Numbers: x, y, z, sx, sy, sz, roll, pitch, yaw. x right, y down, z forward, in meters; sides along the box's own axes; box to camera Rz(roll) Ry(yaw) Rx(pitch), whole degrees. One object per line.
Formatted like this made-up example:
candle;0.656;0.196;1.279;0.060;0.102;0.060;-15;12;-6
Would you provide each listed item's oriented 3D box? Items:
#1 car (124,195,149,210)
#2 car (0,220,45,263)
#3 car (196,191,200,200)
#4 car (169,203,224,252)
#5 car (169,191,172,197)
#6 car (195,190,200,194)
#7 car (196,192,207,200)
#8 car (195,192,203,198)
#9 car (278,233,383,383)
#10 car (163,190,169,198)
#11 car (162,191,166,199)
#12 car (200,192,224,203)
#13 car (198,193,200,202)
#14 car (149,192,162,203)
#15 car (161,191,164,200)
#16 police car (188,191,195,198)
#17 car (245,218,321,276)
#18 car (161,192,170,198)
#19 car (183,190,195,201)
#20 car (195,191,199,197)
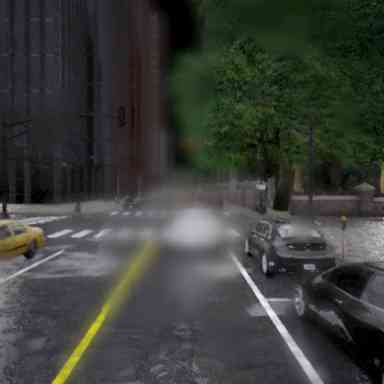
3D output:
car;-6.196;1.200;36.314;1.947;1.339;4.313;0;1;-1
car;-5.876;1.425;9.482;1.752;1.417;4.829;0;1;-1
car;2.134;1.035;52.792;2.008;1.369;4.403;0;1;-1
car;0.267;1.389;13.167;1.812;1.442;4.674;0;1;7
car;-6.715;0.549;79.963;2.192;1.841;5.009;0;1;-1
car;2.004;0.824;63.703;1.967;1.590;4.097;0;1;-1
car;1.940;0.774;69.159;1.967;1.590;4.097;0;1;-1
car;1.743;0.710;85.697;1.752;1.417;4.829;0;1;-1
car;2.712;1.521;4.250;1.947;1.339;4.313;0;1;-1
car;-6.650;0.866;74.509;1.802;1.307;4.206;0;1;-1
car;-6.520;0.966;63.596;1.802;1.307;4.206;0;1;-1
car;2.329;0.950;36.422;2.192;1.841;5.009;0;1;-1
car;2.199;1.100;47.336;1.947;1.339;4.313;0;1;-1
car;-6.390;1.035;52.683;2.008;1.369;4.403;0;1;-1
car;-6.455;1.016;58.140;1.802;1.307;4.206;0;1;-1
police car;-0.137;0.597;87.161;1.930;1.638;5.238;0;1;-1
car;2.646;1.449;9.763;2.008;1.369;4.403;0;1;-1
car;-6.780;0.730;85.421;1.887;1.381;4.507;0;1;-1
car;-0.733;0.854;64.544;1.882;1.535;5.008;0;1;0
car;2.069;0.985;58.248;2.008;1.369;4.403;0;1;-1
